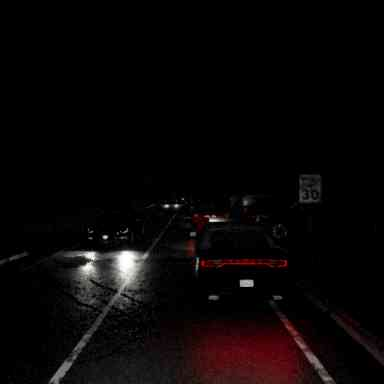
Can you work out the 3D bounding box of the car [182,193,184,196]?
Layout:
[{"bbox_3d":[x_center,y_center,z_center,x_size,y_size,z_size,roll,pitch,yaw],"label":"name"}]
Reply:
[{"bbox_3d":[-3.266,0.956,93.281,1.882,1.535,5.008,0,0,0],"label":"car"}]

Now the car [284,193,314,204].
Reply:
[{"bbox_3d":[18.778,1.133,58.635,4.553,1.767,2.185,0,1,0],"label":"car"}]

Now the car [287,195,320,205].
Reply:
[{"bbox_3d":[18.722,1.313,55.859,4.792,1.488,2.163,0,1,0],"label":"car"}]

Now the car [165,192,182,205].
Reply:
[{"bbox_3d":[-3.350,1.018,56.048,2.150,2.045,5.566,0,0,0],"label":"car"}]

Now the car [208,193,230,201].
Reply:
[{"bbox_3d":[5.619,1.036,69.373,4.553,1.767,2.185,0,1,0],"label":"car"}]

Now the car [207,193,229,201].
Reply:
[{"bbox_3d":[5.615,1.011,72.177,4.553,1.767,2.185,0,1,0],"label":"car"}]

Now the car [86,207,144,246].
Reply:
[{"bbox_3d":[-3.353,1.490,15.279,1.837,1.490,4.892,0,0,0],"label":"car"}]

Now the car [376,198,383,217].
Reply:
[{"bbox_3d":[18.788,1.460,28.095,4.892,1.521,2.231,0,0,0],"label":"car"}]

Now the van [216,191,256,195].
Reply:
[{"bbox_3d":[5.806,1.161,44.146,4.442,1.987,1.878,0,0,0],"label":"van"}]

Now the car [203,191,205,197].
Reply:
[{"bbox_3d":[5.626,0.936,66.569,5.566,2.045,2.435,0,1,0],"label":"car"}]

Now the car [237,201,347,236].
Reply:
[{"bbox_3d":[5.543,1.465,18.907,5.366,1.575,1.946,0,0,0],"label":"car"}]

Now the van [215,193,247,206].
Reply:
[{"bbox_3d":[5.797,1.111,49.750,4.442,1.987,1.878,0,1,0],"label":"van"}]

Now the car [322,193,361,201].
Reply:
[{"bbox_3d":[18.744,1.151,41.978,5.566,2.045,2.435,0,0,0],"label":"car"}]

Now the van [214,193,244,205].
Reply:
[{"bbox_3d":[5.793,1.086,52.553,4.442,1.987,1.878,0,1,0],"label":"van"}]

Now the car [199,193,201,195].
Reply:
[{"bbox_3d":[-0.010,1.272,58.234,2.128,1.511,4.902,0,0,0],"label":"car"}]

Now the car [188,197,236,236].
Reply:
[{"bbox_3d":[0.971,1.331,18.377,2.097,1.767,4.553,0,0,0],"label":"car"}]

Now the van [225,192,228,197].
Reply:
[{"bbox_3d":[5.823,1.221,32.925,4.442,1.987,1.878,0,0,0],"label":"van"}]

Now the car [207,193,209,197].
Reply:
[{"bbox_3d":[5.661,1.277,60.965,4.674,1.452,2.002,0,1,0],"label":"car"}]

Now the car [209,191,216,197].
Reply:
[{"bbox_3d":[5.657,1.111,46.946,5.566,2.045,2.435,0,1,0],"label":"car"}]

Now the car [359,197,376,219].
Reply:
[{"bbox_3d":[18.784,1.453,30.873,5.008,1.535,2.097,0,0,0],"label":"car"}]

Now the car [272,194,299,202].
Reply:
[{"bbox_3d":[18.740,1.186,66.963,4.892,1.521,2.231,0,1,0],"label":"car"}]

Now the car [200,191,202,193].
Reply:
[{"bbox_3d":[5.797,0.934,94.603,5.366,1.575,1.946,0,1,0],"label":"car"}]

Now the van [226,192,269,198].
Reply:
[{"bbox_3d":[5.595,1.229,30.123,4.442,1.987,1.878,0,0,0],"label":"van"}]

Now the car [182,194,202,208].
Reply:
[{"bbox_3d":[0.008,1.419,45.089,2.033,1.411,5.357,0,0,1],"label":"car"}]

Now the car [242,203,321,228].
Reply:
[{"bbox_3d":[5.727,1.505,21.710,4.674,1.452,2.002,0,0,0],"label":"car"}]

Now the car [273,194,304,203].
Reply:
[{"bbox_3d":[18.553,1.206,64.186,5.366,1.575,1.946,0,1,0],"label":"car"}]

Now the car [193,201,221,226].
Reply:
[{"bbox_3d":[0.971,1.471,24.415,1.837,1.490,4.892,0,0,0],"label":"car"}]

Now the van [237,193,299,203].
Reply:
[{"bbox_3d":[5.837,1.236,24.513,4.442,1.987,1.878,0,0,0],"label":"van"}]

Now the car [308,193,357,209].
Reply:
[{"bbox_3d":[18.797,1.131,44.755,5.566,2.045,2.435,0,1,0],"label":"car"}]

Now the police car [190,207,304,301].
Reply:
[{"bbox_3d":[0.974,1.420,8.504,1.930,1.638,5.238,0,0,0],"label":"police car"}]

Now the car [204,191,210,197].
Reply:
[{"bbox_3d":[5.631,0.961,63.766,5.566,2.045,2.435,0,1,0],"label":"car"}]

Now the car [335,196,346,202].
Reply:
[{"bbox_3d":[18.752,1.467,36.422,4.792,1.488,2.163,0,0,0],"label":"car"}]

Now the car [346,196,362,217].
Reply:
[{"bbox_3d":[18.970,1.442,33.651,5.366,1.575,1.946,0,0,0],"label":"car"}]

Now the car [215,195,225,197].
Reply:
[{"bbox_3d":[5.700,1.407,41.340,4.892,1.521,2.231,0,0,0],"label":"car"}]

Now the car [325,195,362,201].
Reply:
[{"bbox_3d":[18.805,1.450,39.206,4.792,1.488,2.163,0,0,0],"label":"car"}]

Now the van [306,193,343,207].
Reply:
[{"bbox_3d":[18.881,1.132,47.532,4.442,1.987,1.878,0,1,0],"label":"van"}]
